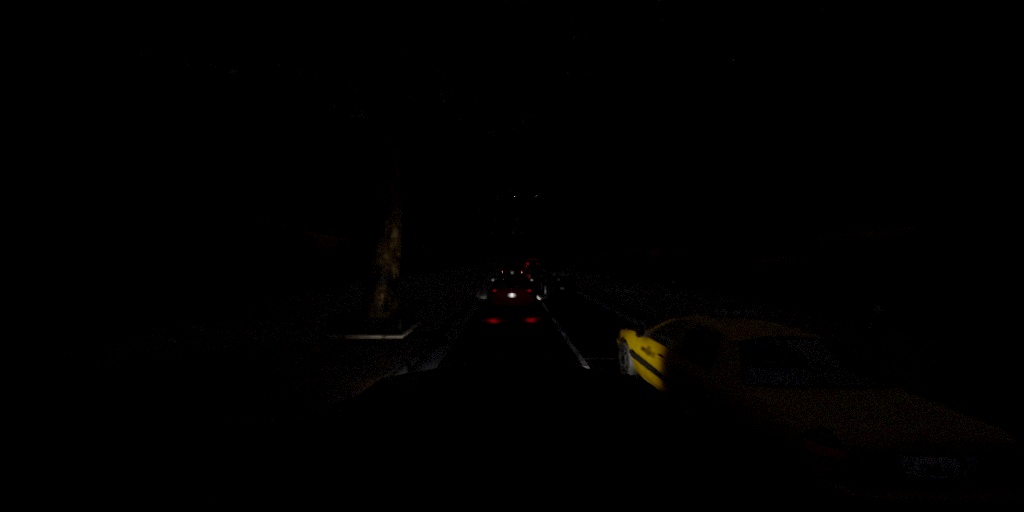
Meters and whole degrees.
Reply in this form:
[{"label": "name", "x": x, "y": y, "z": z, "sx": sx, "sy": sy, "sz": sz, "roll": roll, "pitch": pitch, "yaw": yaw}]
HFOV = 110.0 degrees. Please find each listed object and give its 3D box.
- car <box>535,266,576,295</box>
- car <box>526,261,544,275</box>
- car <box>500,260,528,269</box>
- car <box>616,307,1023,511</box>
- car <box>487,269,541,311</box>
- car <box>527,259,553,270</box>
[{"label": "car", "x": 2.637, "y": 1.482, "z": 20.985, "sx": 2.007, "sy": 1.370, "sz": 4.403, "roll": 0, "pitch": 0, "yaw": 0}, {"label": "car", "x": 2.986, "y": 1.506, "z": 47.188, "sx": 2.097, "sy": 1.767, "sz": 4.553, "roll": 0, "pitch": 0, "yaw": 0}, {"label": "car", "x": 0.015, "y": 1.363, "z": 30.280, "sx": 2.097, "sy": 1.767, "sz": 4.553, "roll": 0, "pitch": -1, "yaw": 0}, {"label": "car", "x": 2.637, "y": 1.302, "z": 4.531, "sx": 1.751, "sy": 1.417, "sz": 4.829, "roll": 0, "pitch": 0, "yaw": 0}, {"label": "car", "x": 0.016, "y": 1.445, "z": 15.357, "sx": 1.994, "sy": 1.385, "sz": 4.181, "roll": 0, "pitch": 0, "yaw": 0}, {"label": "car", "x": 2.637, "y": 1.341, "z": 32.067, "sx": 2.192, "sy": 1.841, "sz": 5.009, "roll": 0, "pitch": 0, "yaw": 0}]
